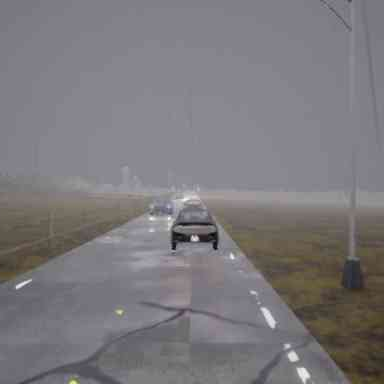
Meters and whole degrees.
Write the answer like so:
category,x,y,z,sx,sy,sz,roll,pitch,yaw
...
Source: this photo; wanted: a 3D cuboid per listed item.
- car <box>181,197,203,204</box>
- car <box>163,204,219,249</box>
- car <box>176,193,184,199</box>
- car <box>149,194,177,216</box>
category,x,y,z,sx,sy,sz,roll,pitch,yaw
car,0.111,1.432,31.712,1.812,1.442,4.674,0,0,0
car,0.107,1.477,14.398,2.128,1.511,4.902,0,0,0
car,-2.725,0.945,72.270,1.882,1.535,5.008,0,1,0
car,-2.833,1.258,31.742,2.097,1.767,4.553,0,0,0
